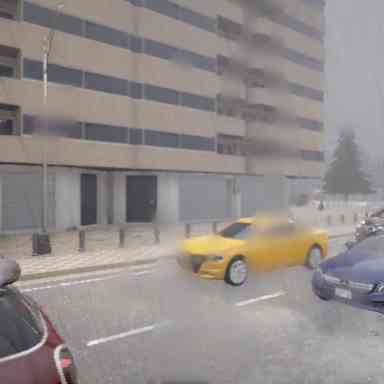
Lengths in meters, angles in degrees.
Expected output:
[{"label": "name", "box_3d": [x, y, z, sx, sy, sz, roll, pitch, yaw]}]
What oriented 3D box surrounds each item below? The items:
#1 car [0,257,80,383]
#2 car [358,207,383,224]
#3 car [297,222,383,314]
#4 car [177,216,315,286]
[{"label": "car", "box_3d": [-3.011, 1.347, 1.834, 4.553, 1.767, 2.097, 0, 0, -35]}, {"label": "car", "box_3d": [9.360, 1.400, 14.940, 4.553, 1.767, 2.097, 0, 0, -35]}, {"label": "car", "box_3d": [4.588, 1.549, 7.248, 4.674, 1.442, 1.812, 0, 0, -35]}, {"label": "car", "box_3d": [1.903, 1.499, 9.634, 5.008, 1.535, 1.882, 0, 0, -35]}]
